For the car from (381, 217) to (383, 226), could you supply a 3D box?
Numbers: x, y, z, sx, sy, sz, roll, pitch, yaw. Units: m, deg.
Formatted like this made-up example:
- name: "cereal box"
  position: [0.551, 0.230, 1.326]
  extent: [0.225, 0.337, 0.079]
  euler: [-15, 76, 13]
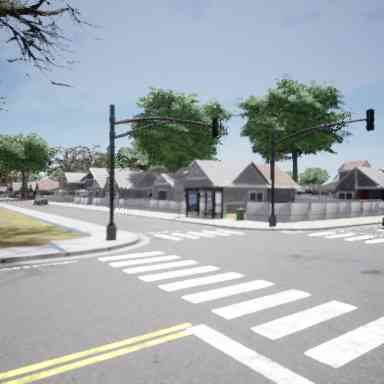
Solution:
- name: "car"
  position: [14.614, 1.686, 22.126]
  extent: [5.357, 1.411, 2.033]
  euler: [0, 0, -38]

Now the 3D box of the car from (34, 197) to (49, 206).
- name: "car"
  position: [-27.438, 1.704, 60.557]
  extent: [1.812, 1.442, 4.674]
  euler: [0, 0, -35]
